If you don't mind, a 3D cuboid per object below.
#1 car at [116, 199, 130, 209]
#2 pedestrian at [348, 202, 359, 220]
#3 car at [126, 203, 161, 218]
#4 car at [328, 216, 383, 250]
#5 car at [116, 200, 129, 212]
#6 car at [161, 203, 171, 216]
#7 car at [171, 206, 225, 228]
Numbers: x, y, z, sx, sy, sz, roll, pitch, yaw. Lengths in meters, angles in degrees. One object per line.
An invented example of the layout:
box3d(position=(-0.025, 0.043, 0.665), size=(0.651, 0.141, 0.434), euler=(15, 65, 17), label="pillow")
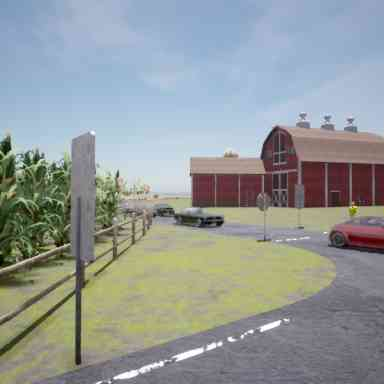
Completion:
box3d(position=(-13.270, 2.345, 63.972), size=(2.097, 1.767, 4.553), euler=(1, -1, -17), label="car")
box3d(position=(9.930, 1.489, 20.419), size=(0.375, 1.860, 0.375), euler=(0, 0, -32), label="pedestrian")
box3d(position=(-5.279, 2.070, 35.909), size=(1.994, 1.385, 4.181), euler=(1, -1, -26), label="car")
box3d(position=(7.614, 1.640, 13.143), size=(1.994, 1.385, 4.181), euler=(1, -1, -33), label="car")
box3d(position=(-10.181, 2.050, 46.876), size=(2.097, 1.767, 4.553), euler=(1, -1, -22), label="car")
box3d(position=(-3.699, 2.077, 39.396), size=(1.837, 1.490, 4.892), euler=(0, -1, -25), label="car")
box3d(position=(0.475, 1.901, 24.880), size=(1.895, 1.301, 4.718), euler=(1, -1, -29), label="car")
